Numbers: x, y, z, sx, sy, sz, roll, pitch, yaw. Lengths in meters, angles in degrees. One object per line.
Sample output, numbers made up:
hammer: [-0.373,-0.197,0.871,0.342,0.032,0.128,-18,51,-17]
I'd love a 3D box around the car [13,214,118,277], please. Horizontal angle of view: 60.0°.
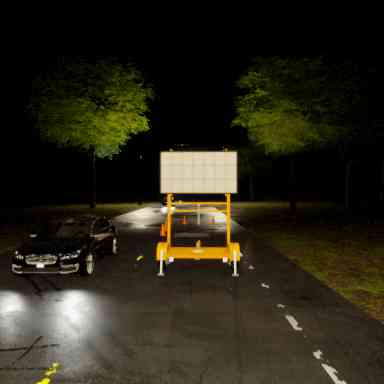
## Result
car: [-3.612,1.500,10.337,1.837,1.490,4.892,0,0,0]

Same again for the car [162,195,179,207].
car: [-3.653,1.515,52.052,2.128,1.511,4.902,0,0,0]

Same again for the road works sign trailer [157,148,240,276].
road works sign trailer: [0.209,0.459,10.337,2.380,3.560,2.880,0,0,2]

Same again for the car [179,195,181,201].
car: [-3.774,1.591,87.871,1.837,1.490,4.892,0,-1,-1]
